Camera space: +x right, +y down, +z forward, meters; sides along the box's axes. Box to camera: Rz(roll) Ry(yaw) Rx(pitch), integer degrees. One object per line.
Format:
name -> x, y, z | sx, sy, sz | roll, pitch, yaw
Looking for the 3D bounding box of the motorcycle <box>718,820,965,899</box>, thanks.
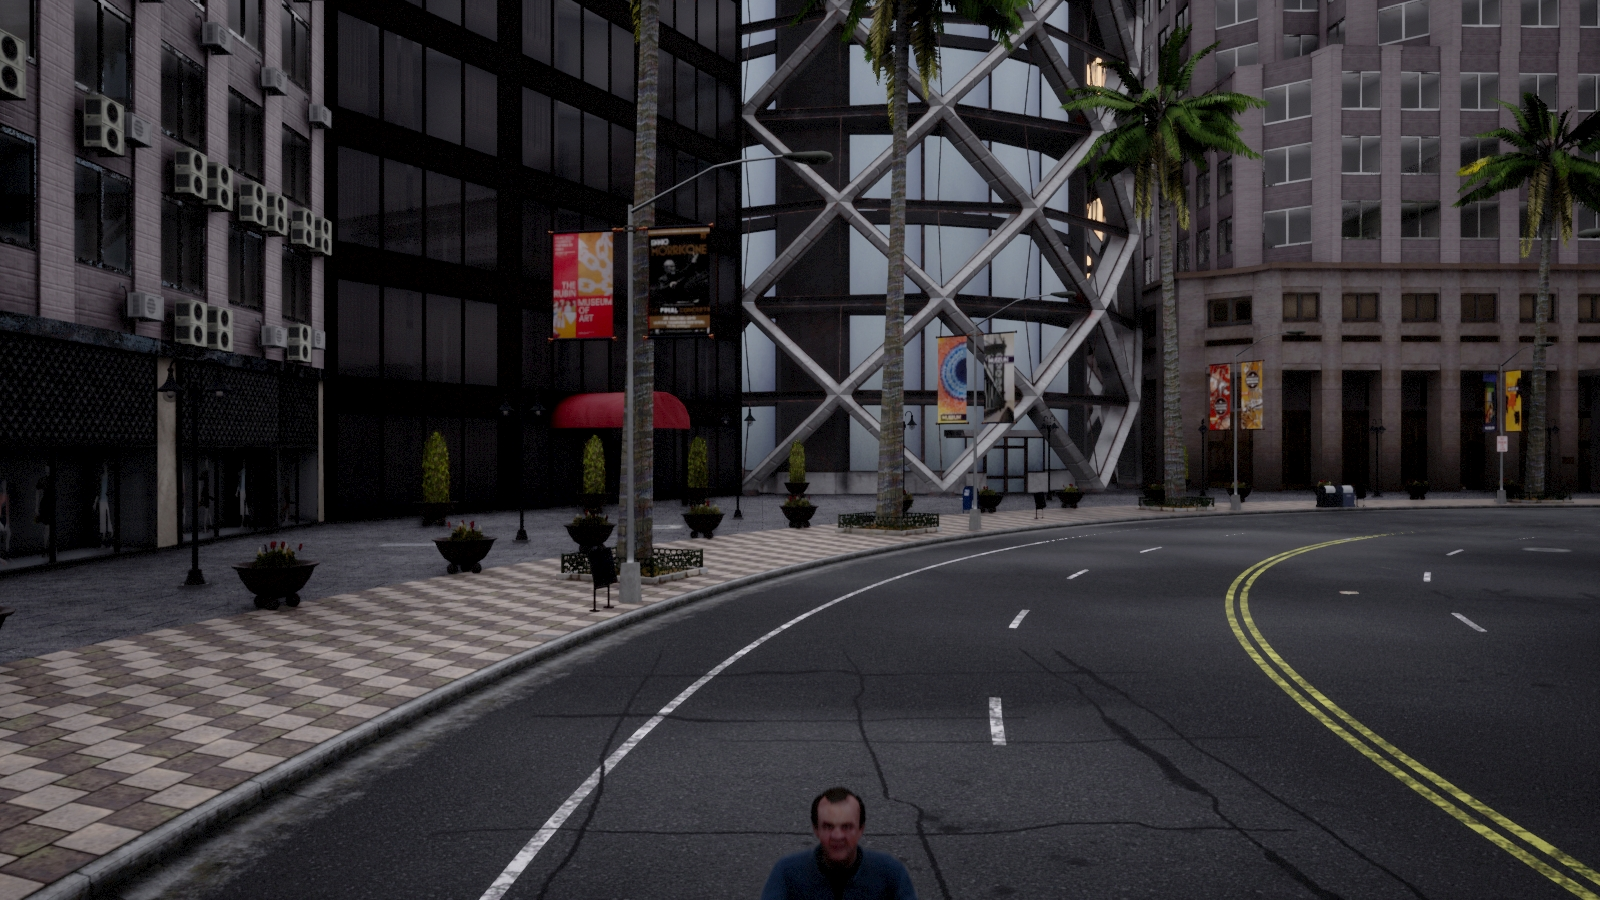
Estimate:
motorcycle -> 0.140, 2.182, 3.909 | 0.856, 1.236, 1.805 | 0, 0, 3
